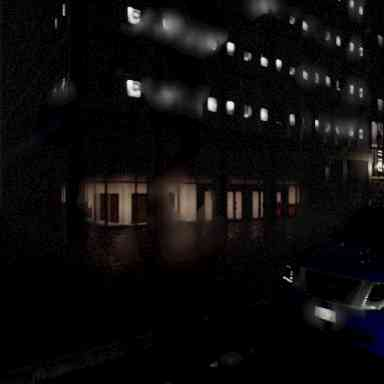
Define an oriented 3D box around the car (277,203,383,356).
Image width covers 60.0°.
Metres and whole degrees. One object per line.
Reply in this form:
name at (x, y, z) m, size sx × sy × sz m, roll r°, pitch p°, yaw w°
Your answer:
car at (3.965, 1.221, 5.898) m, size 5.566 × 2.045 × 2.150 m, roll 0°, pitch 0°, yaw -35°
